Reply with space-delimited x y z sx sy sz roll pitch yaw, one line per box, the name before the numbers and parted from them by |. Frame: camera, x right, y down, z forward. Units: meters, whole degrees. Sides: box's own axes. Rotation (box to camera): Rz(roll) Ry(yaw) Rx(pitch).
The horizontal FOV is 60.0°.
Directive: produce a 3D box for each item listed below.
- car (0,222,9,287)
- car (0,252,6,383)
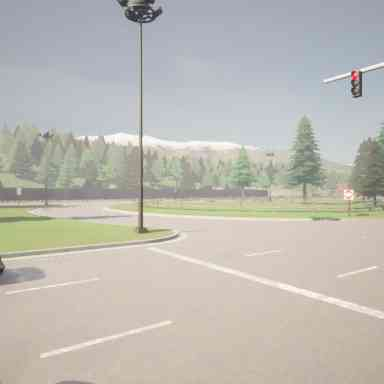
car | -7.162 1.547 7.234 5.357 1.411 2.033 0 0 -35
car | -3.314 1.352 1.380 4.553 1.767 2.097 0 0 -36
